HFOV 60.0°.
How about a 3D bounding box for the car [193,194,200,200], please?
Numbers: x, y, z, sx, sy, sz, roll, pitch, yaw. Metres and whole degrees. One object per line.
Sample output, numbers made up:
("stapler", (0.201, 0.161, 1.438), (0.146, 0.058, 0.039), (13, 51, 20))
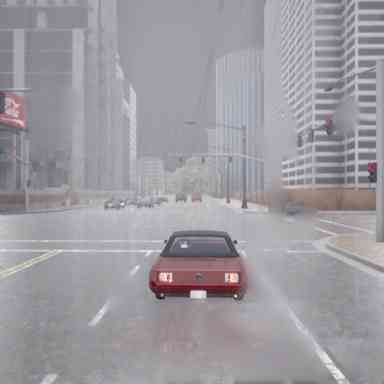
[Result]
("car", (1.181, 1.352, 84.086), (1.812, 1.442, 4.674), (0, 0, 1))

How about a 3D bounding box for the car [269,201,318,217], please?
("car", (9.279, 1.563, 30.534), (4.181, 1.385, 1.994), (0, 0, 1))

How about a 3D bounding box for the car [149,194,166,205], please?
("car", (-6.281, 1.490, 57.102), (2.128, 1.511, 4.902), (0, 0, 1))

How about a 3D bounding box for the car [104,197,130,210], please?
("car", (-9.995, 1.491, 43.276), (2.128, 1.511, 4.902), (0, 0, 1))

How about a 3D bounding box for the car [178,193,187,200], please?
("car", (-2.319, 1.183, 84.106), (2.097, 1.767, 4.553), (0, 0, 1))

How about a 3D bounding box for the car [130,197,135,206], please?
("car", (-9.842, 1.490, 53.592), (2.128, 1.511, 4.902), (0, 0, 1))

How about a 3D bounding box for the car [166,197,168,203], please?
("car", (-6.035, 1.594, 68.994), (1.895, 1.301, 4.718), (0, 0, 1))

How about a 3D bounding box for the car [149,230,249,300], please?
("car", (0.214, 1.601, 8.344), (1.895, 1.301, 4.718), (0, 0, 2))

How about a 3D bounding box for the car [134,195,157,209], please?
("car", (-6.442, 1.525, 46.712), (1.812, 1.442, 4.674), (0, 0, 1))

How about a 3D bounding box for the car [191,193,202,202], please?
("car", (1.029, 1.215, 73.416), (2.150, 2.045, 5.566), (0, 0, 1))

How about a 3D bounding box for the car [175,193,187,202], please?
("car", (-2.471, 1.215, 73.466), (2.150, 2.045, 5.566), (0, 0, 1))
